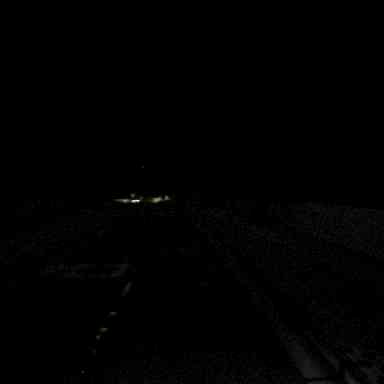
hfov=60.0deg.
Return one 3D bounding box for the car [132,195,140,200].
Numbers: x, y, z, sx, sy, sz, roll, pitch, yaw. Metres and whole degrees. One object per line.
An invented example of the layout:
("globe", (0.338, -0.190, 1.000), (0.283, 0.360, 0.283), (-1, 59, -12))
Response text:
("car", (-15.118, 1.511, 89.869), (2.128, 1.511, 4.902), (0, 0, -10))
